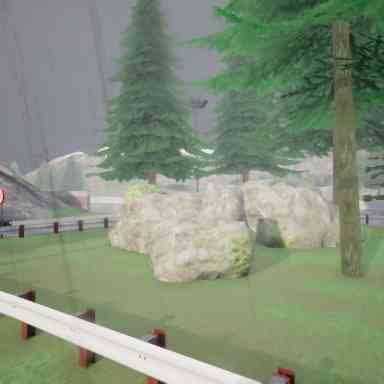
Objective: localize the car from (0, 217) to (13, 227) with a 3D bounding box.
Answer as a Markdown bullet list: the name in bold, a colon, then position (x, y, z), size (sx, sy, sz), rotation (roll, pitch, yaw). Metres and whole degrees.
- **car**: position (-11.020, 1.358, 15.293), size (5.357, 1.411, 2.033), rotation (0, 0, 13)
